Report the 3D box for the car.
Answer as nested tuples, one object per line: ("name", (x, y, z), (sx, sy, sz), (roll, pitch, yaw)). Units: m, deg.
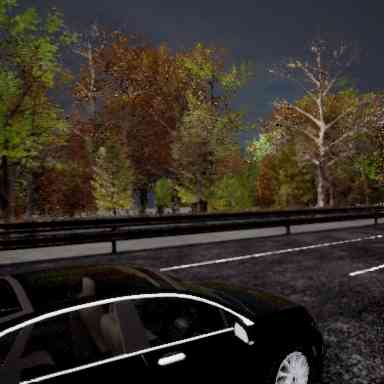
("car", (-0.697, 1.510, 3.261), (4.892, 1.490, 1.837), (0, 0, -36))
